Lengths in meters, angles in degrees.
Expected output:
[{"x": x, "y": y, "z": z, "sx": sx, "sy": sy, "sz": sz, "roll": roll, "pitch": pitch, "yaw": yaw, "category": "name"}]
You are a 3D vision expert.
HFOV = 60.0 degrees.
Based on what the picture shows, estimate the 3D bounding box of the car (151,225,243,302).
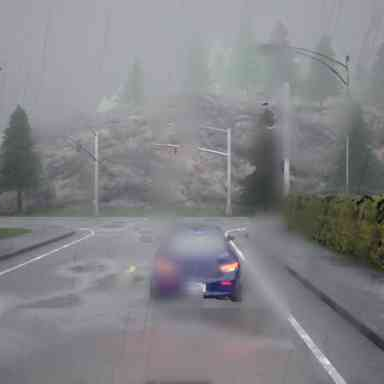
[{"x": 0.106, "y": 1.526, "z": 8.157, "sx": 1.812, "sy": 1.442, "sz": 4.674, "roll": 0, "pitch": 0, "yaw": 0, "category": "car"}]
